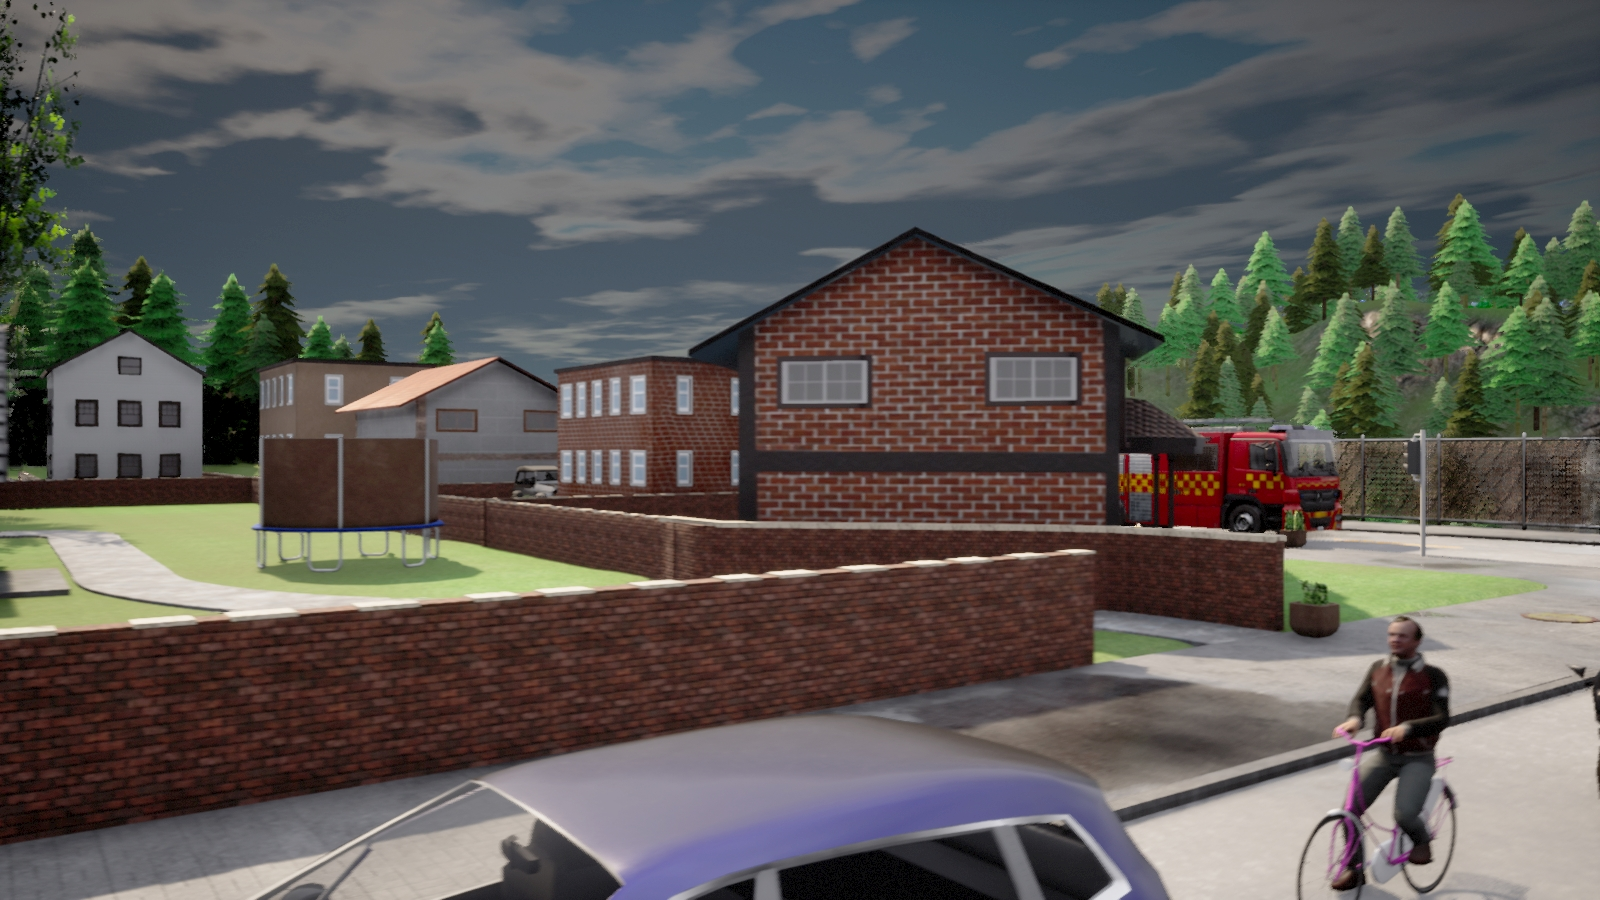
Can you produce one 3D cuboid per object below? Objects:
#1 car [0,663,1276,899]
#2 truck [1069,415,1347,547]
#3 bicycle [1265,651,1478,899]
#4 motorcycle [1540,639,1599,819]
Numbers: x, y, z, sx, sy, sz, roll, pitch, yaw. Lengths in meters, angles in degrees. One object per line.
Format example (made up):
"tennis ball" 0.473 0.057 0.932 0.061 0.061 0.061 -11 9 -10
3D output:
"car" -0.746 1.968 3.843 4.611 1.667 2.242 0 0 -36
"truck" 13.073 0.896 37.512 2.891 3.827 8.468 0 0 -36
"bicycle" 3.487 2.061 6.892 1.835 1.471 0.329 0 0 -36
"motorcycle" 6.861 2.187 9.208 2.033 1.199 0.803 0 0 -35
